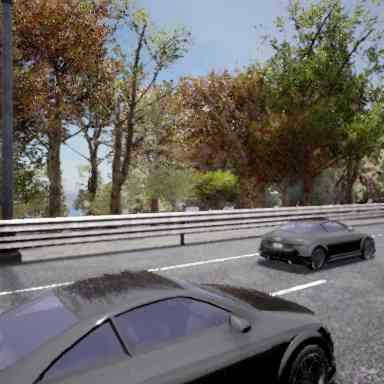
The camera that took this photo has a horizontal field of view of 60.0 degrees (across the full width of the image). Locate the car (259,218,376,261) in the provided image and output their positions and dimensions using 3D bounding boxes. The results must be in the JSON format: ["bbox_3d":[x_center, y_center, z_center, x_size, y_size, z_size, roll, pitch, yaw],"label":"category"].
[{"bbox_3d":[4.159,1.539,10.917,4.181,1.385,1.994,0,0,-35],"label":"car"}]

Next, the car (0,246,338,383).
[{"bbox_3d":[-0.397,1.559,3.449,4.181,1.385,1.994,0,0,-35],"label":"car"}]
